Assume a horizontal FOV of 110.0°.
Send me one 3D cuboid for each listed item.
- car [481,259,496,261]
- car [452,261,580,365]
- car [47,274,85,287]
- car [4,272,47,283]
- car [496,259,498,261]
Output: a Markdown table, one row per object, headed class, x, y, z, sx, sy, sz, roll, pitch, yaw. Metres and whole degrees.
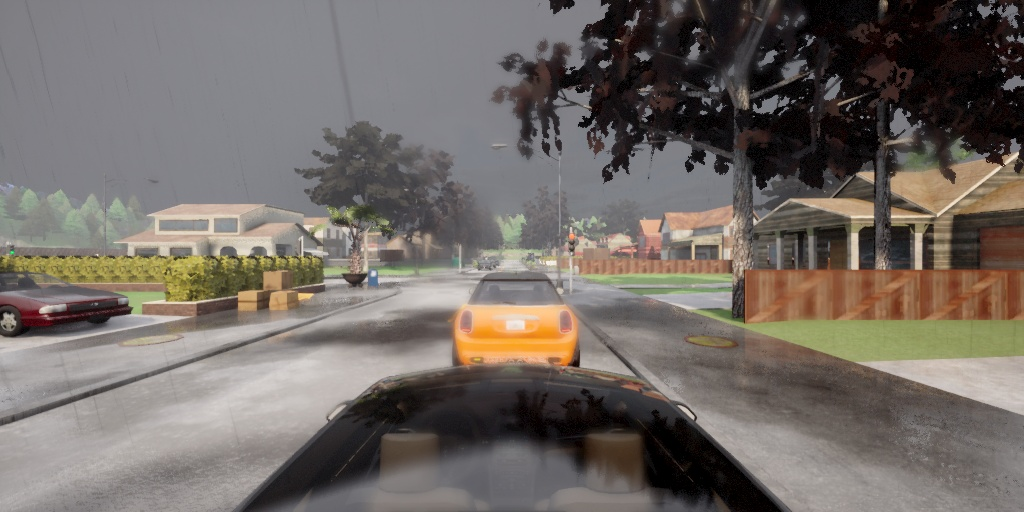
| class | x | y | z | sx | sy | sz | roll | pitch | yaw |
| --- | --- | --- | --- | --- | --- | --- | --- | --- | --- |
| car | -3.686 | 1.255 | 49.935 | 1.837 | 1.490 | 4.892 | 0 | 0 | 1 |
| car | 0.097 | 1.102 | 7.727 | 2.097 | 1.767 | 4.553 | 0 | 0 | 1 |
| car | -30.960 | 1.314 | 26.578 | 4.181 | 1.385 | 1.994 | 0 | 0 | 1 |
| car | -40.038 | 1.314 | 30.850 | 4.181 | 1.385 | 1.994 | 0 | 0 | 1 |
| car | -3.593 | 1.241 | 59.274 | 2.128 | 1.511 | 4.902 | 0 | 0 | 1 |
